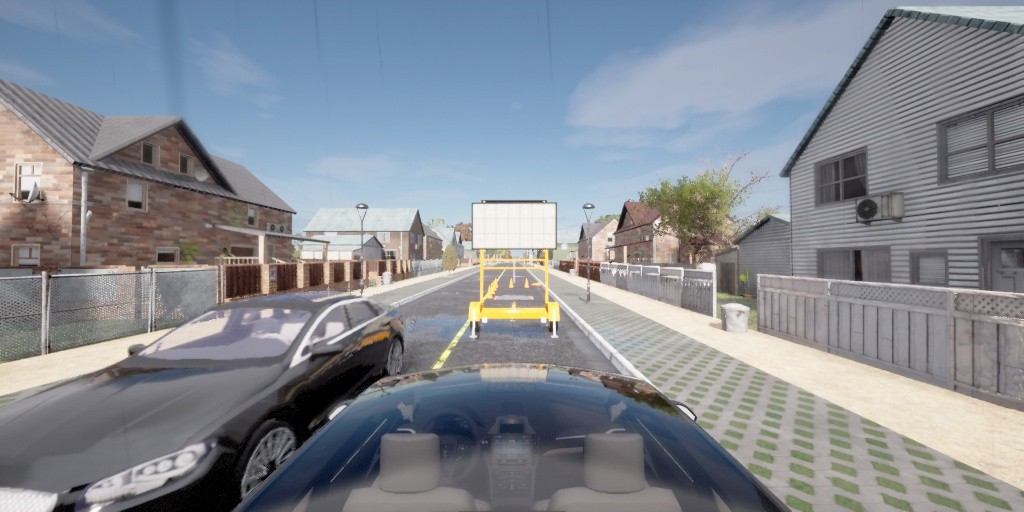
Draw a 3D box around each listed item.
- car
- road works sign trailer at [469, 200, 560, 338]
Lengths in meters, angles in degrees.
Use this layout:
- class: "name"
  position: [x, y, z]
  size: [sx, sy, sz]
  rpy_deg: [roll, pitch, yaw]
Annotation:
- class: "car"
  position: [-2.730, 1.242, 4.227]
  size: [2.128, 1.511, 4.902]
  rpy_deg: [0, 0, 0]
- class: "road works sign trailer"
  position: [0.065, 0.220, 10.226]
  size: [2.380, 3.560, 2.880]
  rpy_deg: [0, 0, 1]
